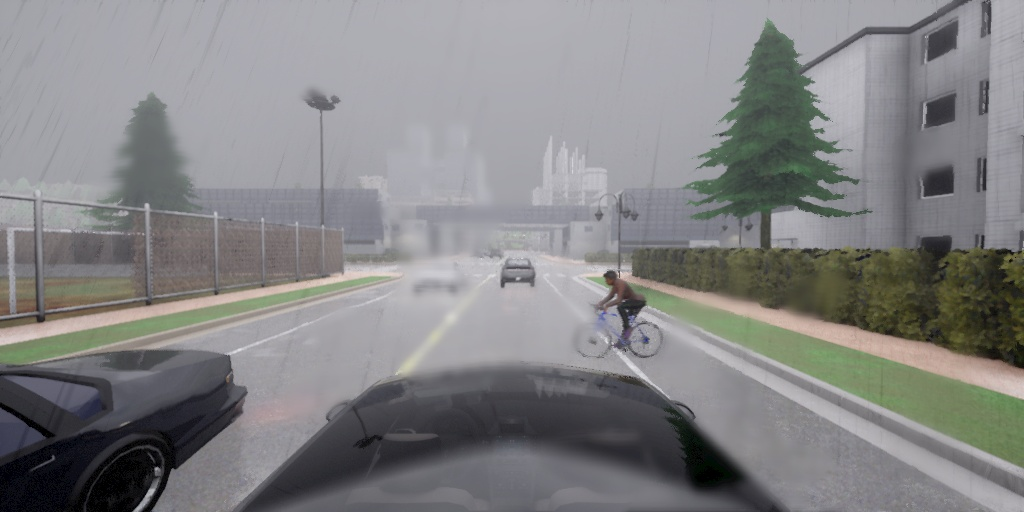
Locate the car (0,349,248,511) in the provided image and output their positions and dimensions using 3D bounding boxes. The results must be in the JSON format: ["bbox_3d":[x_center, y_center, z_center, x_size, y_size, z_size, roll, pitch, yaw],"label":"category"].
[{"bbox_3d":[-3.617,1.301,1.208,2.033,1.411,5.357,0,1,1],"label":"car"}]

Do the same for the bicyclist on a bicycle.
[{"bbox_3d":[1.973,1.095,6.584,1.656,1.620,0.582,-1,1,1],"label":"bicyclist on a bicycle"}]

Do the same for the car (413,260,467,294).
[{"bbox_3d":[-3.339,0.939,17.408,1.812,1.442,4.674,0,1,1],"label":"car"}]

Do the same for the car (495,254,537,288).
[{"bbox_3d":[0.332,0.861,19.860,2.128,1.511,4.902,0,1,1],"label":"car"}]
